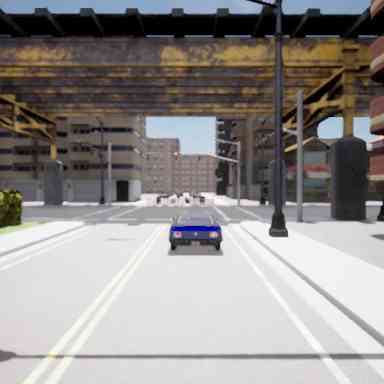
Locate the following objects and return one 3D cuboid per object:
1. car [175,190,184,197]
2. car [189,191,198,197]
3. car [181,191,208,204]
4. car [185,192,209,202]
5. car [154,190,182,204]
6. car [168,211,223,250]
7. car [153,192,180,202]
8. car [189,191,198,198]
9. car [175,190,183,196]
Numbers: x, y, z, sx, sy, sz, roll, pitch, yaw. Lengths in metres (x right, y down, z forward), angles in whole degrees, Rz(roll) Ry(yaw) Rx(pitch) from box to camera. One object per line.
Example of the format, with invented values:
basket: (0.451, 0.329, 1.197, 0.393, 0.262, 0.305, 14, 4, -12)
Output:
car: (-3.133, 0.411, 81.402, 2.038, 1.542, 4.974, 0, 1, 0)
car: (0.282, 0.362, 72.924, 1.853, 1.218, 4.536, 0, 1, 0)
car: (0.602, 0.860, 46.279, 2.038, 1.542, 4.974, 0, 1, -20)
car: (0.584, 0.702, 46.326, 1.853, 1.218, 4.536, 0, 1, -20)
car: (-3.558, 0.855, 46.594, 2.038, 1.542, 4.974, 0, 1, 25)
car: (0.125, 1.428, 13.375, 1.895, 1.301, 4.718, 0, 1, 0)
car: (-3.536, 0.697, 46.640, 1.853, 1.218, 4.536, 0, 1, 25)
car: (0.283, 0.521, 72.874, 2.038, 1.542, 4.974, 0, 1, 0)
car: (-3.133, 0.253, 81.452, 1.853, 1.218, 4.536, 0, 1, 0)
